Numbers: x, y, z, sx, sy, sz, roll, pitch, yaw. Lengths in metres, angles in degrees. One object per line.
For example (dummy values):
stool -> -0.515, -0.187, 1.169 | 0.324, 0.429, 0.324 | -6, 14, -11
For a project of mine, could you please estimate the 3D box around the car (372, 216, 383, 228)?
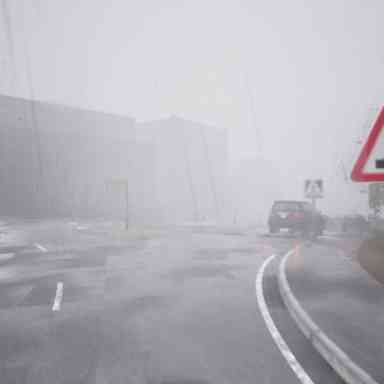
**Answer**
car -> 23.769, 3.839, 43.362 | 2.128, 1.511, 4.902 | -1, -4, 38

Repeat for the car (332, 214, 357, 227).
car -> 20.431, 3.778, 44.367 | 1.882, 1.535, 5.008 | -1, -4, 38

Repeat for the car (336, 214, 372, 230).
car -> 16.683, 3.054, 34.026 | 1.882, 1.535, 5.008 | -1, -5, 38

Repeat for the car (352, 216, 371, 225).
car -> 26.818, 4.504, 52.620 | 1.994, 1.385, 4.181 | -1, -4, 38

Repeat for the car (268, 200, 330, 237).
car -> 6.554, 1.632, 20.563 | 2.150, 2.045, 5.566 | 0, -4, 35

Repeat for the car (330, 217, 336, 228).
car -> 13.781, 3.064, 35.577 | 2.128, 1.511, 4.902 | -1, -4, 37
